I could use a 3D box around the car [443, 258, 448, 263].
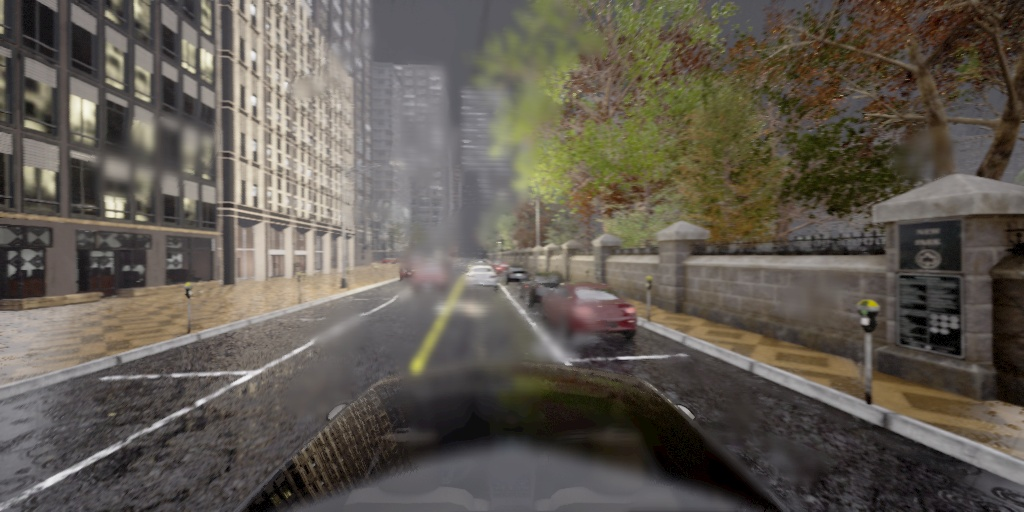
[{"bbox_3d":[-9.923,1.389,47.454,1.751,1.417,4.829,0,0,-6],"label":"car"}]

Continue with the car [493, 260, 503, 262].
[{"bbox_3d":[-0.843,1.360,37.304,1.802,1.307,4.207,0,0,-6],"label":"car"}]

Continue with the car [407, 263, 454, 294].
[{"bbox_3d":[-4.671,1.331,21.197,1.812,1.442,4.674,-1,0,-6],"label":"car"}]

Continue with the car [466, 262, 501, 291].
[{"bbox_3d":[-1.856,1.306,22.255,1.812,1.442,4.674,-1,0,-5],"label":"car"}]

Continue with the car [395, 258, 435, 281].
[{"bbox_3d":[-8.286,1.158,31.083,2.192,1.841,5.009,0,0,-6],"label":"car"}]

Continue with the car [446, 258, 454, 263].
[{"bbox_3d":[-11.449,1.196,64.177,2.192,1.841,5.009,0,0,-6],"label":"car"}]

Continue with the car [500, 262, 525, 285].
[{"bbox_3d":[0.261,1.329,26.260,1.948,1.339,4.313,0,0,-6],"label":"car"}]

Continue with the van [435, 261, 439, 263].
[{"bbox_3d":[-8.837,1.191,36.597,1.690,1.789,3.998,0,0,-6],"label":"van"}]

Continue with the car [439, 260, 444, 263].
[{"bbox_3d":[-9.389,1.439,42.110,1.802,1.307,4.207,0,0,-6],"label":"car"}]

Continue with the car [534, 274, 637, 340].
[{"bbox_3d":[1.917,1.320,9.693,1.802,1.307,4.207,0,0,-6],"label":"car"}]

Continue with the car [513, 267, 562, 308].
[{"bbox_3d":[1.365,1.312,15.215,1.948,1.339,4.313,0,0,-6],"label":"car"}]
